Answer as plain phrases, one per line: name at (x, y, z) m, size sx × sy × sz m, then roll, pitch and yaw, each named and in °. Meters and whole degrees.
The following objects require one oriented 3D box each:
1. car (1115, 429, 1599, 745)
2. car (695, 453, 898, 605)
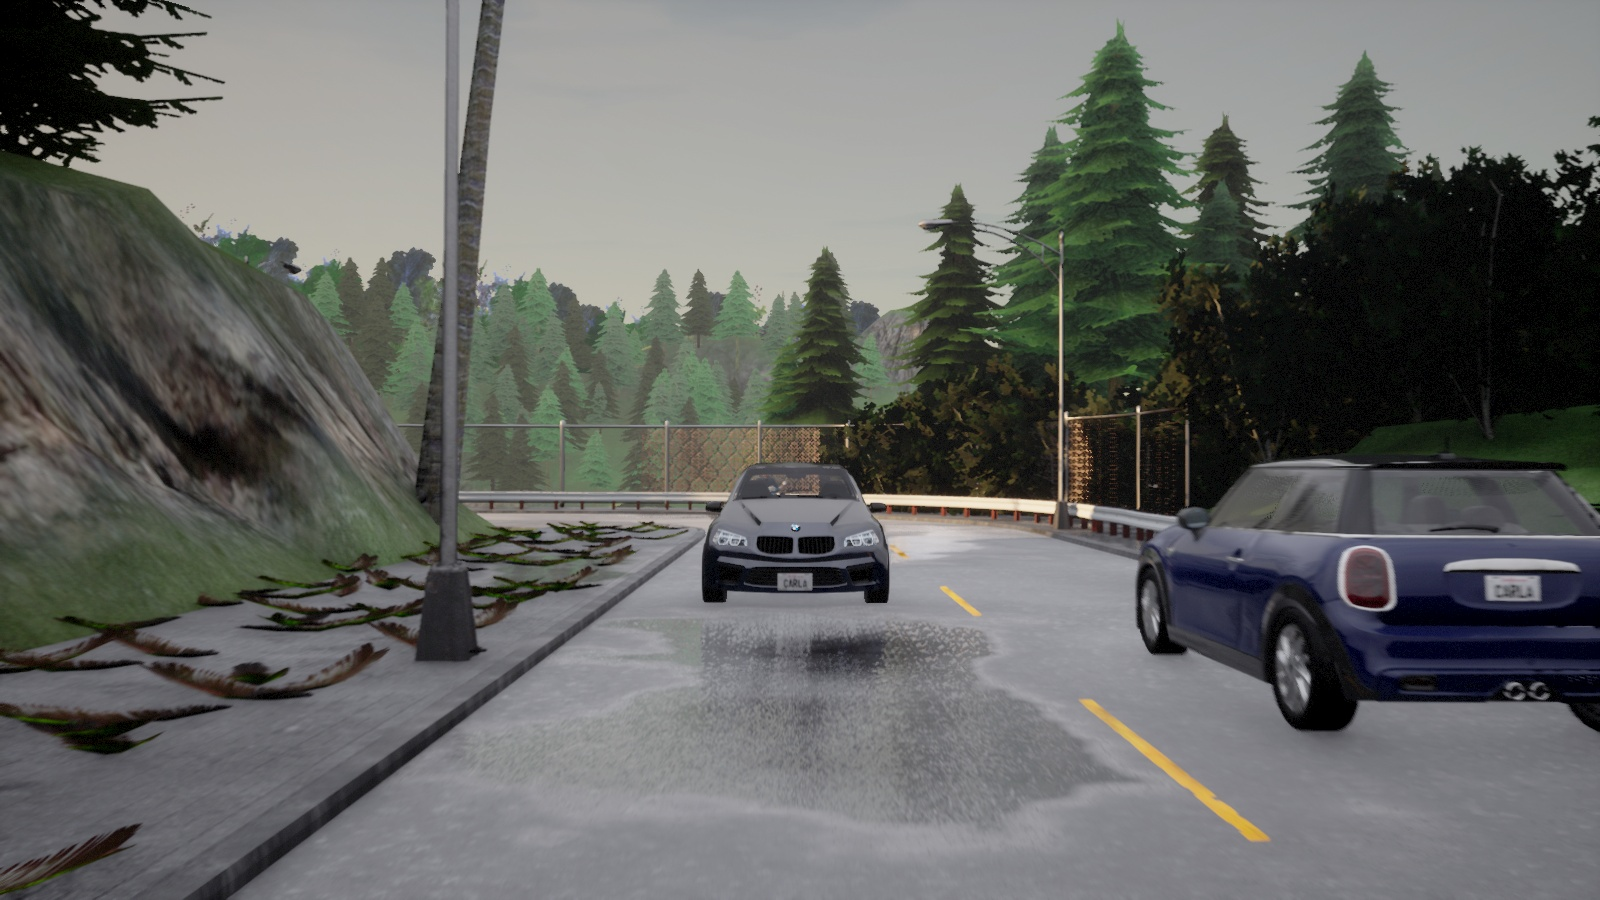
car at (3.973, 0.802, 9.320) m, size 2.097 × 1.767 × 4.553 m, roll 0°, pitch -1°, yaw 0°
car at (-0.043, 0.911, 16.189) m, size 2.242 × 1.667 × 4.611 m, roll 0°, pitch -1°, yaw 0°
